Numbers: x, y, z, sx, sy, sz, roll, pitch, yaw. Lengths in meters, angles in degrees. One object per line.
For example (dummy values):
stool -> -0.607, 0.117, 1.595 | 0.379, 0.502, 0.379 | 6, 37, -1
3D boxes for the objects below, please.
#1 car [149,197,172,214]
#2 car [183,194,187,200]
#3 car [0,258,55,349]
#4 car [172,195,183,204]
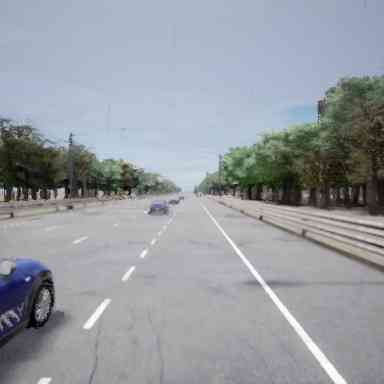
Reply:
car -> -3.471, 1.556, 35.723 | 1.812, 1.442, 4.674 | 0, 0, 0
car -> -3.218, 1.648, 95.096 | 2.033, 1.411, 5.357 | 0, 0, 0
car -> -3.503, 1.353, 4.142 | 2.097, 1.767, 4.553 | 0, 0, 0
car -> -3.365, 1.670, 64.908 | 1.895, 1.301, 4.718 | 0, 0, 0
